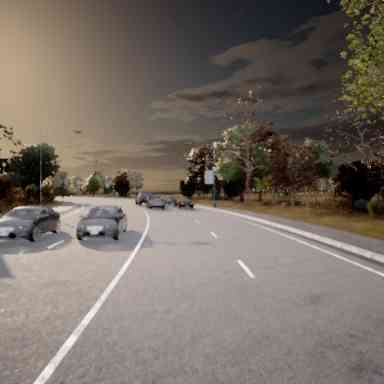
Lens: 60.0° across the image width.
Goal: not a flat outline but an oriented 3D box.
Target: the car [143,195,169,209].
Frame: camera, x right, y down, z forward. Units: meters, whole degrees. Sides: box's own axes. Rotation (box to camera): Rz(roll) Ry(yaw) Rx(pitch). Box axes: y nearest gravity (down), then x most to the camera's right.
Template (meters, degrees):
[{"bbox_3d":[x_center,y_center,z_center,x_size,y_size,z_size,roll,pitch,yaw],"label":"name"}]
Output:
[{"bbox_3d":[-4.544,1.380,41.111,1.994,1.385,4.181,0,0,-14],"label":"car"}]

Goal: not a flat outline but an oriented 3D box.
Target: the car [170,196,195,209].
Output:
[{"bbox_3d":[-1.112,1.415,41.798,1.895,1.301,4.718,0,0,-14],"label":"car"}]

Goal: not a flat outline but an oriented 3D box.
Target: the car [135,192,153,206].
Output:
[{"bbox_3d":[-7.196,0.995,50.607,2.150,2.045,5.566,0,0,-18],"label":"car"}]

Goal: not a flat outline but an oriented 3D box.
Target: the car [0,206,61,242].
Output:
[{"bbox_3d":[-7.743,1.426,15.833,2.128,1.511,4.902,0,0,-4],"label":"car"}]

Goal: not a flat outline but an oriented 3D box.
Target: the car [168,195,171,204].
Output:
[{"bbox_3d":[-3.889,1.263,51.755,2.128,1.511,4.902,0,0,-18],"label":"car"}]

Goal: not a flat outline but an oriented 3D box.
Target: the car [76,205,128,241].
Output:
[{"bbox_3d":[-4.271,1.421,16.328,2.128,1.511,4.902,0,0,-5],"label":"car"}]
